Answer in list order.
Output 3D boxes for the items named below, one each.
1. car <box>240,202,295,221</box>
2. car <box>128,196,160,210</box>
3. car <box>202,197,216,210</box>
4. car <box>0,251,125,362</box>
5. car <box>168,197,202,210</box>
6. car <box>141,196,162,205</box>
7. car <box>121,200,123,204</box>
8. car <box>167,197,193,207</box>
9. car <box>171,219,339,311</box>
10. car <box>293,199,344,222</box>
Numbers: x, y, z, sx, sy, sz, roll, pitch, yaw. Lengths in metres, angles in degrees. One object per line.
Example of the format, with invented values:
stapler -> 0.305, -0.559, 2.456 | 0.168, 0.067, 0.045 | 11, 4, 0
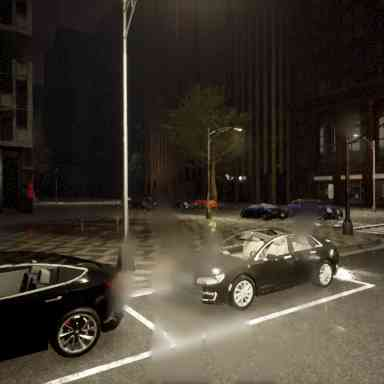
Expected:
car -> 5.938, 1.635, 27.554 | 1.994, 1.385, 4.181 | 0, 0, -35
car -> -6.783, 1.487, 46.036 | 2.097, 1.767, 4.553 | 0, 0, -34
car -> 1.342, 1.441, 46.011 | 2.097, 1.767, 4.553 | 0, 0, -35
car -> -3.045, 1.566, 4.467 | 4.313, 1.339, 1.947 | 0, 0, -34
car -> -1.215, 1.456, 43.662 | 2.097, 1.767, 4.553 | 0, 0, -34
car -> -7.959, 1.627, 65.050 | 2.128, 1.511, 4.902 | 0, 0, -35
car -> -12.112, 1.707, 65.520 | 2.033, 1.411, 5.357 | 0, 0, -35
car -> -2.129, 1.652, 56.663 | 2.033, 1.411, 5.357 | 0, 0, -34
car -> 1.602, 1.550, 7.657 | 4.403, 1.369, 2.008 | 0, 0, -34
car -> 10.041, 1.402, 27.326 | 2.097, 1.767, 4.553 | 0, 0, -35
